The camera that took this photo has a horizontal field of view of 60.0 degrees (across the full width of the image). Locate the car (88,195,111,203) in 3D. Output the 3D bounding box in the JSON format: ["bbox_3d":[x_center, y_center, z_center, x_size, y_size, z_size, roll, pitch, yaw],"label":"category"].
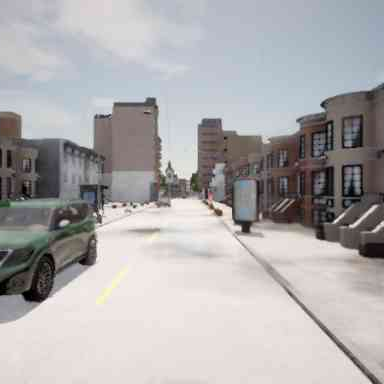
[{"bbox_3d":[-19.474,1.437,69.886,4.193,1.474,1.816,0,0,10],"label":"car"}]

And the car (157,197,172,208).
[{"bbox_3d":[-4.081,1.541,48.797,1.812,1.442,4.674,0,0,0],"label":"car"}]

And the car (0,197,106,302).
[{"bbox_3d":[-4.102,1.225,8.645,2.150,2.045,5.566,0,0,0],"label":"car"}]

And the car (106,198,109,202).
[{"bbox_3d":[-19.329,1.368,66.935,4.611,1.667,2.242,0,0,10],"label":"car"}]
